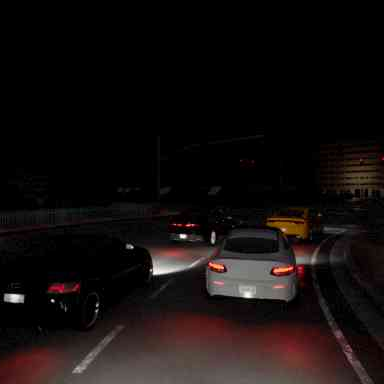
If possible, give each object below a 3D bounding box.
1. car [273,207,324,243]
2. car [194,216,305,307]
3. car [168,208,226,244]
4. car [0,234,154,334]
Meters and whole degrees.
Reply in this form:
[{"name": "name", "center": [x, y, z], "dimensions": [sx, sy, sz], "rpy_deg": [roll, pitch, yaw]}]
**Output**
[{"name": "car", "center": [5.210, 1.478, 16.499], "dimensions": [1.882, 1.535, 5.008], "rpy_deg": [0, 0, 30]}, {"name": "car", "center": [1.525, 1.526, 7.989], "dimensions": [1.812, 1.442, 4.674], "rpy_deg": [0, 0, 14]}, {"name": "car", "center": [0.611, 1.505, 15.397], "dimensions": [1.837, 1.490, 4.892], "rpy_deg": [0, 0, 23]}, {"name": "car", "center": [-2.267, 1.564, 6.962], "dimensions": [1.994, 1.385, 4.181], "rpy_deg": [0, 0, 11]}]
